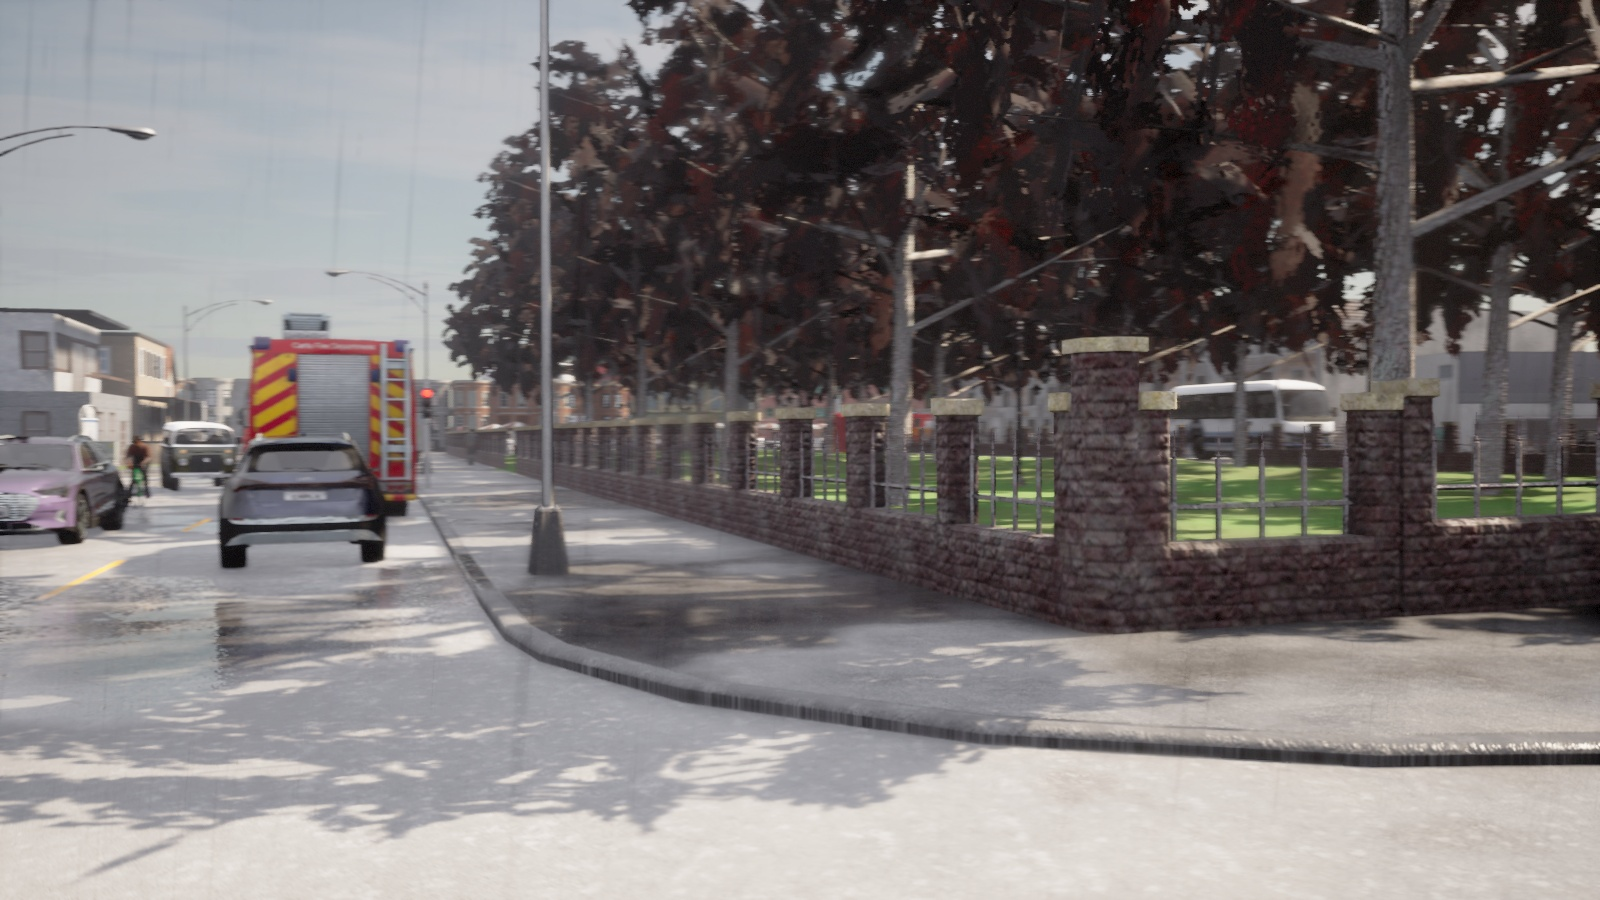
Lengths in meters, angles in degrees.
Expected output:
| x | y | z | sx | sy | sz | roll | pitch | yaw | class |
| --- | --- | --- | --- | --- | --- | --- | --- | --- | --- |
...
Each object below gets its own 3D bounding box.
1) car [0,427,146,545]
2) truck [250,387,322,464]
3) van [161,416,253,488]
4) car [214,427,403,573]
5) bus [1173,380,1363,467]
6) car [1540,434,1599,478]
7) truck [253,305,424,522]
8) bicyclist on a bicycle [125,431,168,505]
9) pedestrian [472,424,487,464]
| x | y | z | sx | sy | sz | roll | pitch | yaw | class |
| --- | --- | --- | --- | --- | --- | --- | --- | --- | --- |
| -11.943 | 0.473 | 19.869 | 2.033 | 1.649 | 4.856 | 0 | 1 | -18 | car |
| -27.129 | -1.261 | 66.604 | 2.891 | 3.827 | 8.468 | 0 | 1 | -18 | truck |
| -18.084 | 0.011 | 38.177 | 2.069 | 2.038 | 4.480 | 0 | 1 | -31 | van |
| -6.576 | 0.526 | 16.795 | 2.033 | 1.649 | 4.856 | 0 | 1 | -22 | car |
| 24.603 | -1.344 | 66.914 | 3.944 | 4.253 | 10.273 | 0 | 1 | -18 | bus |
| 30.903 | 0.228 | 47.537 | 2.033 | 1.649 | 4.856 | 0 | 1 | -18 | car |
| -9.829 | -0.703 | 26.650 | 2.891 | 3.827 | 8.468 | 0 | 1 | -21 | truck |
| -14.665 | 0.382 | 28.208 | 0.582 | 1.620 | 1.656 | 0 | 1 | -18 | bicyclist on a bicycle |
| -16.020 | -0.308 | 62.715 | 0.659 | 1.952 | 0.873 | 0 | 1 | -18 | pedestrian |
